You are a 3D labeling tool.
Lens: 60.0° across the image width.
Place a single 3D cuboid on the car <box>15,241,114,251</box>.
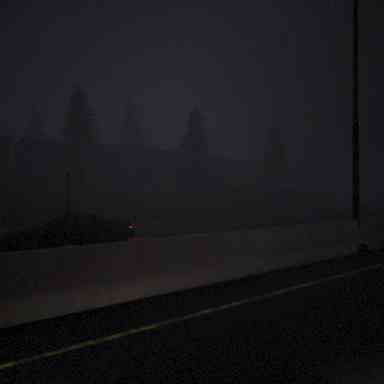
[{"bbox_3d":[-5.018,1.543,13.322,5.357,1.411,2.033,0,0,-36],"label":"car"}]
